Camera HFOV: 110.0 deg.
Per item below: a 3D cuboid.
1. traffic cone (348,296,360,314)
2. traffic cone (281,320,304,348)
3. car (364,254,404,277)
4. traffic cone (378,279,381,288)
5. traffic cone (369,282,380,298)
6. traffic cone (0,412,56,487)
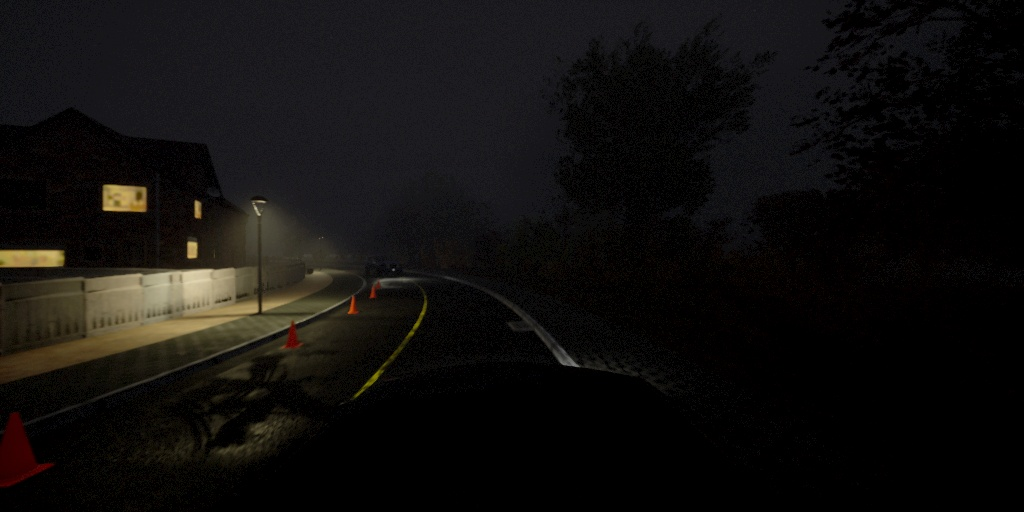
[{"bbox_3d":[-5.683,1.742,12.865,0.340,0.580,0.340,0,0,-11],"label":"traffic cone"},{"bbox_3d":[-4.957,1.749,8.114,0.340,0.580,0.340,0,0,-6],"label":"traffic cone"},{"bbox_3d":[-12.228,0.859,33.946,2.150,2.045,5.566,0,0,-39],"label":"car"},{"bbox_3d":[-8.224,1.693,22.131,0.340,0.580,0.340,0,0,-20],"label":"traffic cone"},{"bbox_3d":[-6.775,1.723,17.547,0.340,0.580,0.340,0,0,-15],"label":"traffic cone"},{"bbox_3d":[-4.601,1.746,3.320,0.340,0.580,0.340,0,0,-2],"label":"traffic cone"}]
